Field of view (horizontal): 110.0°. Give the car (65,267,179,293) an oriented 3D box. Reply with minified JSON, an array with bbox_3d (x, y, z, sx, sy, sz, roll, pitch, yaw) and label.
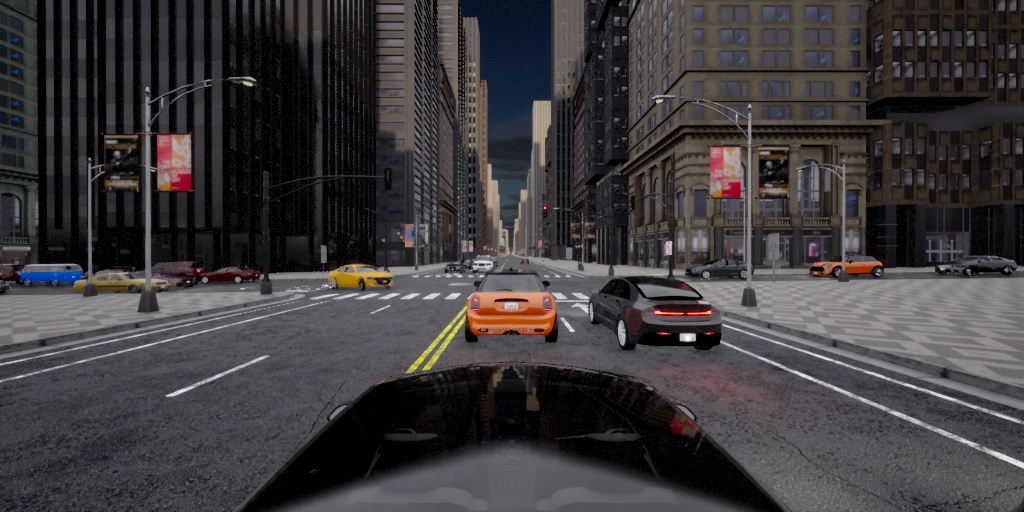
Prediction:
[{"bbox_3d":[-23.878,1.595,22.083,4.829,1.417,1.751,0,0,0],"label":"car"}]

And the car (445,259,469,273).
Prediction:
[{"bbox_3d":[-6.692,1.299,42.450,1.994,1.385,4.181,0,0,0],"label":"car"}]

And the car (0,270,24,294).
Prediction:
[{"bbox_3d":[-33.819,1.753,22.083,4.403,1.370,2.007,0,0,0],"label":"car"}]

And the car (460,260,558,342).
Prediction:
[{"bbox_3d":[-0.006,1.102,9.897,2.097,1.767,4.553,0,0,0],"label":"car"}]

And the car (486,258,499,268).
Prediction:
[{"bbox_3d":[-3.456,1.207,63.531,2.128,1.511,4.902,0,0,0],"label":"car"}]

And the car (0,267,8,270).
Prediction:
[{"bbox_3d":[-38.788,1.736,24.750,5.008,1.535,1.882,-1,0,0],"label":"car"}]

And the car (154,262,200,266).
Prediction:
[{"bbox_3d":[-29.125,1.417,30.617,5.009,1.841,2.192,0,0,0],"label":"car"}]

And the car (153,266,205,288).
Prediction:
[{"bbox_3d":[-24.343,1.626,24.743,4.181,1.385,1.994,-1,0,0],"label":"car"}]

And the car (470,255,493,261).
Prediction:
[{"bbox_3d":[-3.444,0.956,43.292,2.150,2.045,5.566,0,0,0],"label":"car"}]

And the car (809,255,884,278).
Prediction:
[{"bbox_3d":[25.956,0.722,27.978,4.553,1.767,2.097,-1,0,0],"label":"car"}]

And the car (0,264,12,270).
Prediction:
[{"bbox_3d":[-44.386,1.624,30.634,5.009,1.841,2.192,0,0,0],"label":"car"}]

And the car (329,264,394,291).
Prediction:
[{"bbox_3d":[-9.302,1.255,22.088,5.008,1.535,1.882,-1,-1,36],"label":"car"}]

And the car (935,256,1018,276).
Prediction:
[{"bbox_3d":[36.092,0.726,27.979,4.902,1.511,2.128,-1,0,0],"label":"car"}]

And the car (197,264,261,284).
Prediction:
[{"bbox_3d":[-24.038,1.578,30.611,4.507,1.381,1.888,0,0,0],"label":"car"}]

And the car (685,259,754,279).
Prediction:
[{"bbox_3d":[16.128,1.006,27.976,4.892,1.490,1.837,-1,0,0],"label":"car"}]

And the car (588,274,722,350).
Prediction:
[{"bbox_3d":[3.236,1.255,9.036,1.837,1.490,4.892,0,0,0],"label":"car"}]

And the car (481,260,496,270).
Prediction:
[{"bbox_3d":[-3.451,1.290,53.264,1.994,1.385,4.181,0,0,1],"label":"car"}]

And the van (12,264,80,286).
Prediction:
[{"bbox_3d":[-39.299,1.581,30.628,3.998,1.789,1.690,0,0,0],"label":"van"}]

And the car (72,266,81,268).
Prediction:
[{"bbox_3d":[-34.212,1.754,30.622,4.207,1.307,1.802,0,0,0],"label":"car"}]
